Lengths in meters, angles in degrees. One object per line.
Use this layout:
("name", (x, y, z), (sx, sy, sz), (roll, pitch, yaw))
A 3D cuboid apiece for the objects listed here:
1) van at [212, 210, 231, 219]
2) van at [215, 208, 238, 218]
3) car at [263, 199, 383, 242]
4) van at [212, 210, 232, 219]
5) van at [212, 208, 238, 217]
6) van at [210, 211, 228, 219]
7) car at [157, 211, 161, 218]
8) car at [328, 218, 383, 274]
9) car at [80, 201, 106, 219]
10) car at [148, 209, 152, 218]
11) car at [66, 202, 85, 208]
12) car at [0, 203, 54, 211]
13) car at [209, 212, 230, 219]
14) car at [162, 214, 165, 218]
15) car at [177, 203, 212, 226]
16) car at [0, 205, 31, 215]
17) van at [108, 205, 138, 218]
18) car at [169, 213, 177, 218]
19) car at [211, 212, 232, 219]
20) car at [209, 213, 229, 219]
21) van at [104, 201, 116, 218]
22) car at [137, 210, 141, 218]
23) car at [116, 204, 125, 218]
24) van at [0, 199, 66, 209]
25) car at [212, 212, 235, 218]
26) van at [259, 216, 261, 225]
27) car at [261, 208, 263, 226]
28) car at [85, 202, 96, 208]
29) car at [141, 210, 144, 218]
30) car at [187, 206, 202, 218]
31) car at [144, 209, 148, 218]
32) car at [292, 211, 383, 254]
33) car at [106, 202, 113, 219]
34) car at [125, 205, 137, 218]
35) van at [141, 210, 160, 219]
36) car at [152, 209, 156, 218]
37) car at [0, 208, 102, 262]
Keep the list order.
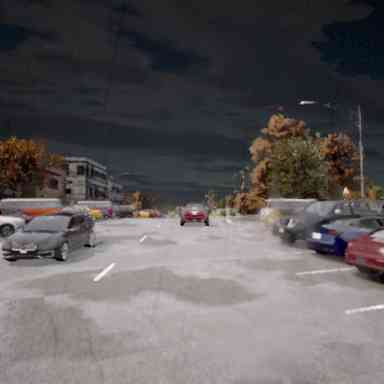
("van", (7.448, 5.728, 84.530), (4.442, 1.987, 1.878), (2, -5, -19))
("van", (7.197, 4.519, 69.862), (4.442, 1.987, 1.878), (2, -5, -19))
("car", (6.414, 1.326, 15.096), (5.566, 2.045, 2.435), (1, 0, -20))
("van", (7.131, 5.230, 78.579), (4.442, 1.987, 1.878), (2, -5, -19))
("van", (6.929, 4.271, 66.843), (4.442, 1.987, 1.878), (2, -5, -19))
("van", (7.596, 6.470, 93.334), (4.442, 1.987, 1.878), (2, -5, -19))
("car", (-10.653, 4.992, 76.068), (5.566, 2.045, 2.435), (1, -5, -19))
("car", (6.406, 1.567, 9.126), (4.674, 1.452, 2.002), (1, -1, -20))
("car", (-11.439, 1.981, 32.146), (5.366, 1.575, 1.946), (0, -2, -19))
("car", (-10.999, 4.286, 64.305), (5.366, 1.575, 1.946), (1, -5, -19))
("car", (-11.323, 1.767, 26.367), (5.008, 1.535, 2.097), (0, -2, -20))
("car", (-11.327, 1.659, 20.517), (4.792, 1.488, 2.163), (-1, -1, -20))
("car", (7.212, 6.183, 87.343), (5.366, 1.575, 1.946), (2, -5, -19))
("car", (-10.418, 6.215, 87.751), (5.008, 1.535, 2.097), (1, -5, -19))
("car", (0.262, 1.633, 26.167), (2.097, 1.767, 4.553), (0, -2, 2))
("car", (-11.374, 1.628, 17.584), (4.674, 1.452, 2.002), (-1, -1, -20))
("van", (-10.910, 3.128, 52.736), (4.442, 1.987, 1.878), (1, -5, -19))
("car", (-4.028, 6.154, 86.529), (2.128, 1.511, 4.902), (0, -5, 1))
("car", (7.282, 5.743, 81.537), (4.674, 1.452, 2.002), (2, -5, -19))
("car", (7.429, 6.441, 90.338), (4.892, 1.521, 2.231), (2, -5, -19))
("van", (-11.319, 2.057, 38.027), (4.442, 1.987, 1.878), (0, -3, -19))
("car", (-10.885, 3.115, 49.812), (5.366, 1.575, 1.946), (1, -5, -19))
("car", (-11.165, 2.462, 40.970), (4.892, 1.521, 2.231), (0, -3, -19))
("van", (-11.449, 1.463, 23.403), (4.442, 1.987, 1.878), (0, -1, -20))
("car", (7.188, 5.258, 75.664), (4.674, 1.452, 2.002), (2, -5, -19))
("van", (6.353, 1.428, 21.060), (4.442, 1.987, 1.878), (1, -1, -20))
("car", (6.479, 1.486, 18.115), (4.553, 1.767, 2.185), (1, -1, -20))
("car", (-11.298, 1.867, 29.292), (4.892, 1.521, 2.231), (0, -2, -20))
("car", (-10.998, 3.615, 55.585), (4.792, 1.488, 2.163), (1, -5, -19))
("car", (0.371, 2.698, 44.377), (1.812, 1.442, 4.674), (-1, -6, 1))
("car", (-11.100, 3.816, 58.464), (5.366, 1.575, 1.946), (1, -5, -19))
("car", (6.448, 1.579, 12.131), (4.792, 1.488, 2.163), (1, -1, -20))
("car", (-11.245, 2.126, 35.135), (4.892, 1.521, 2.231), (0, -3, -19))
("car", (-11.078, 2.632, 46.852), (5.566, 2.045, 2.435), (1, -5, -19))
("van", (-10.586, 5.743, 84.805), (4.442, 1.987, 1.878), (1, -5, -19))
("car", (-10.716, 4.766, 70.213), (4.892, 1.521, 2.231), (1, -5, -19))
("car", (-5.063, 1.561, 12.436), (1.837, 1.490, 4.892), (0, 0, 0))
